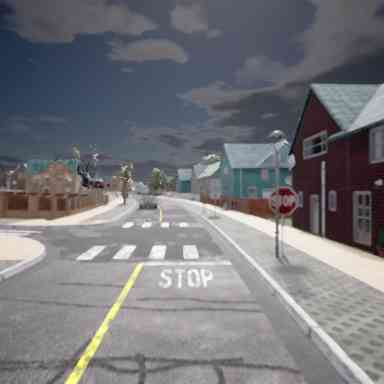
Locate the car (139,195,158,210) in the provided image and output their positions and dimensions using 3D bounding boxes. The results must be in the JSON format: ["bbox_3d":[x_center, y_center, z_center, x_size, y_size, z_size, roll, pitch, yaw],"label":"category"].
[{"bbox_3d":[-5.105,1.108,38.967,2.097,1.767,4.553,0,0,-7],"label":"car"}]
